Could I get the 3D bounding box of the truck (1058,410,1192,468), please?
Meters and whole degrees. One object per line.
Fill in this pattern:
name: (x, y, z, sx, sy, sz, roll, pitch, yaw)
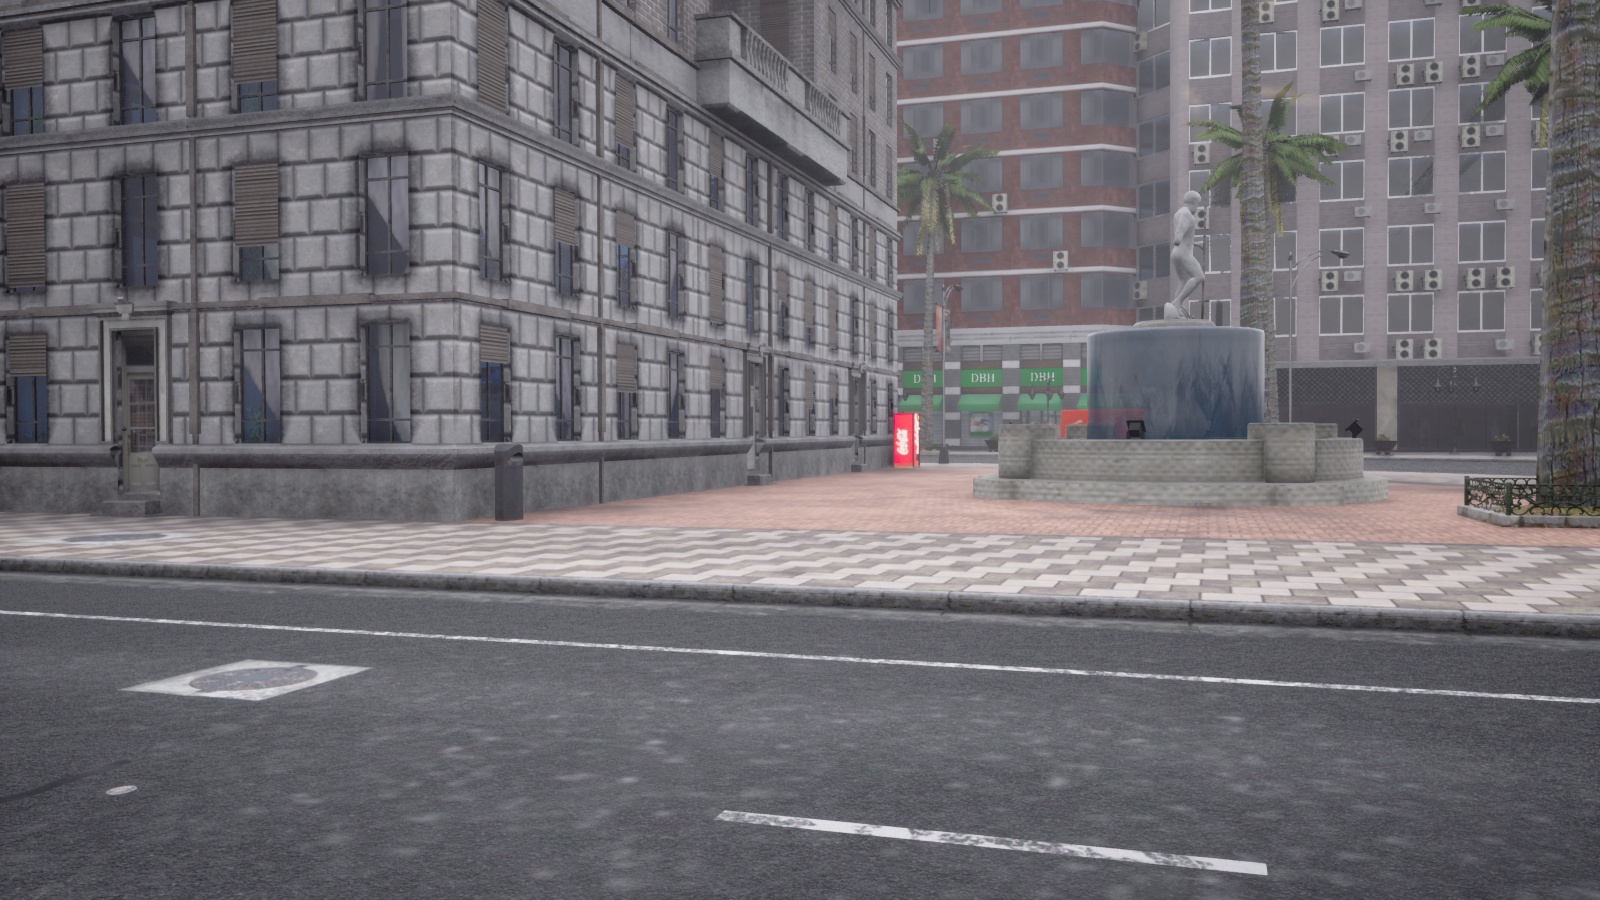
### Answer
truck: (14.639, -0.512, 56.649, 5.204, 2.467, 2.627, 1, 1, 35)
